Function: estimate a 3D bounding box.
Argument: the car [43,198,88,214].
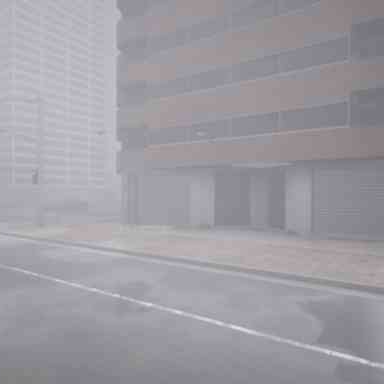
[{"bbox_3d":[-13.591,1.432,35.855,1.882,1.535,5.008,0,0,35],"label":"car"}]
